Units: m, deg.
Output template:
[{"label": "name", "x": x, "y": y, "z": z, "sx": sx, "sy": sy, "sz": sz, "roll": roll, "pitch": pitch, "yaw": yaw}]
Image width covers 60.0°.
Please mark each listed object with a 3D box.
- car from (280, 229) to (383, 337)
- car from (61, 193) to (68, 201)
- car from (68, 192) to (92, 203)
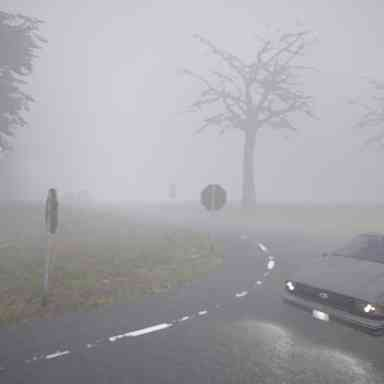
[{"label": "car", "x": 4.225, "y": 1.530, "z": 6.837, "sx": 5.357, "sy": 1.411, "sz": 2.033, "roll": -1, "pitch": 1, "yaw": -35}, {"label": "car", "x": -21.334, "y": 0.856, "z": 57.792, "sx": 2.128, "sy": 1.511, "sz": 4.902, "roll": 3, "pitch": -2, "yaw": -36}, {"label": "car", "x": -17.381, "y": 0.737, "z": 52.363, "sx": 2.097, "sy": 1.767, "sz": 4.553, "roll": 3, "pitch": -1, "yaw": -35}]
